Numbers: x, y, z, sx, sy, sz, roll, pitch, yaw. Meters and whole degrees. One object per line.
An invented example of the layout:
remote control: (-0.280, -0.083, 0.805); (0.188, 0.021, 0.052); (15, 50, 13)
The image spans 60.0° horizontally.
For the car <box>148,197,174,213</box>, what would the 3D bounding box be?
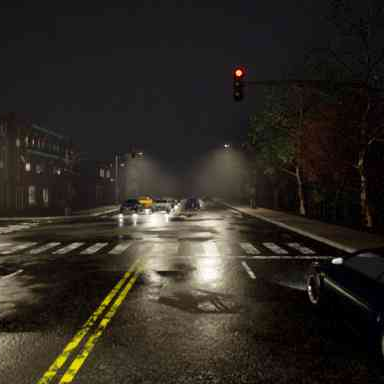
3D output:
car: (-3.357, 1.510, 36.956); (1.812, 1.442, 4.674); (0, 0, 0)

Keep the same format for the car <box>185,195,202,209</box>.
car: (0.078, 1.505, 45.581); (1.812, 1.442, 4.674); (0, 0, 0)

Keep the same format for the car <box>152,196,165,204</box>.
car: (-6.566, 1.569, 65.720); (1.895, 1.301, 4.718); (0, 0, 0)

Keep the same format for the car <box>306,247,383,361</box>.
car: (3.335, 1.562, 5.273); (1.994, 1.385, 4.181); (0, 0, 1)

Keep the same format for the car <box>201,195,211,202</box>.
car: (3.212, 1.499, 78.552); (2.033, 1.411, 5.357); (0, 0, 0)

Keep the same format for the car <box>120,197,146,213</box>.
car: (-6.636, 1.510, 36.803); (1.812, 1.442, 4.674); (0, 0, 1)

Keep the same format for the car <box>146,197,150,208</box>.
car: (-6.609, 1.457, 45.888); (1.882, 1.535, 5.008); (0, 0, 0)

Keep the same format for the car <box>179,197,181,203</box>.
car: (-3.347, 1.574, 56.304); (1.895, 1.301, 4.718); (0, 0, 0)

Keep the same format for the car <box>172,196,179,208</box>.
car: (-3.360, 1.471, 46.224); (2.128, 1.511, 4.902); (0, 0, 0)

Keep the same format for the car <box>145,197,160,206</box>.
car: (-6.602, 1.538, 55.798); (1.994, 1.385, 4.181); (0, 0, 0)

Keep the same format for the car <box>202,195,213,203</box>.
car: (3.320, 1.458, 68.368); (2.128, 1.511, 4.902); (0, 0, 0)

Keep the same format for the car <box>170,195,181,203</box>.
car: (-3.313, 1.445, 66.580); (1.882, 1.535, 5.008); (0, 0, 0)

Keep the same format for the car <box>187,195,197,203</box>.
car: (-0.029, 1.487, 73.109); (2.128, 1.511, 4.902); (0, 0, 0)
